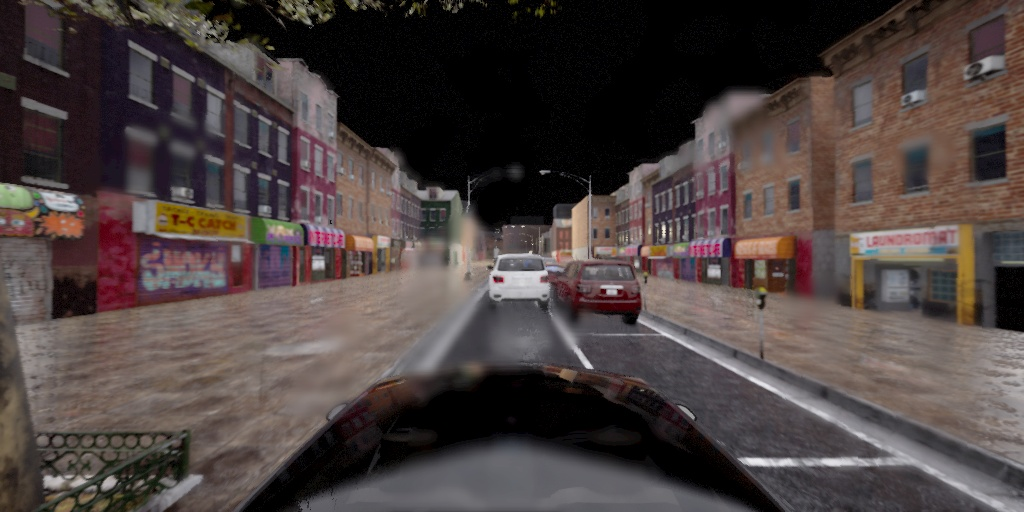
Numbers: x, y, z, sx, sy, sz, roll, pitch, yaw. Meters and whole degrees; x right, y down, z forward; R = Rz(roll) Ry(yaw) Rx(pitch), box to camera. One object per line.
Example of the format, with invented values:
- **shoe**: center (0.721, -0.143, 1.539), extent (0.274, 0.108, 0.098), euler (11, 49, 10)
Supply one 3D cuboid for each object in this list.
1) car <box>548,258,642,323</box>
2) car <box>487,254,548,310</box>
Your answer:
- **car**: center (2.635, 1.036, 11.913), extent (2.192, 1.841, 5.009), euler (0, 0, 0)
- **car**: center (0.197, 0.935, 14.597), extent (2.150, 2.045, 5.566), euler (0, 0, -3)
